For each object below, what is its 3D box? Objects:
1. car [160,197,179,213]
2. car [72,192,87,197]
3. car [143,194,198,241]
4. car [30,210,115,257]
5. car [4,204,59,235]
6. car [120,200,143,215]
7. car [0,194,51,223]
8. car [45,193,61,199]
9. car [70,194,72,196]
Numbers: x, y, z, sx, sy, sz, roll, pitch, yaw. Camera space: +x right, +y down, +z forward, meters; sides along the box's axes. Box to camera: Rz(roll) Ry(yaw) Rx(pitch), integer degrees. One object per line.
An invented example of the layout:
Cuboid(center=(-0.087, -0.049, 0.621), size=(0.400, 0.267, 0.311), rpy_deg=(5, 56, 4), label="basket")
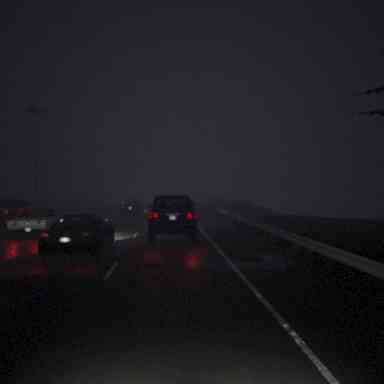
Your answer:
Cuboid(center=(-2.371, 1.300, 34.617), size=(1.837, 1.490, 4.892), rpy_deg=(0, 0, -4), label="car")
Cuboid(center=(-27.143, 1.085, 81.239), size=(1.882, 1.535, 5.008), rpy_deg=(0, 0, -4), label="car")
Cuboid(center=(-0.953, 1.124, 16.210), size=(2.150, 2.045, 5.566), rpy_deg=(0, 0, -4), label="car")
Cuboid(center=(-4.241, 1.507, 12.768), size=(1.994, 1.385, 4.181), rpy_deg=(0, 0, -4), label="car")
Cuboid(center=(-8.140, 1.531, 18.389), size=(1.895, 1.301, 4.718), rpy_deg=(0, 0, -4), label="car")
Cuboid(center=(-5.649, 1.397, 31.614), size=(1.994, 1.385, 4.181), rpy_deg=(0, 0, -4), label="car")
Cuboid(center=(-12.048, 1.273, 23.505), size=(2.097, 1.767, 4.553), rpy_deg=(0, 0, -4), label="car")
Cuboid(center=(-34.338, 1.127, 83.489), size=(2.128, 1.511, 4.902), rpy_deg=(0, 0, -4), label="car")
Cuboid(center=(-31.306, 0.587, 89.639), size=(2.097, 1.767, 4.553), rpy_deg=(0, 0, -4), label="car")
